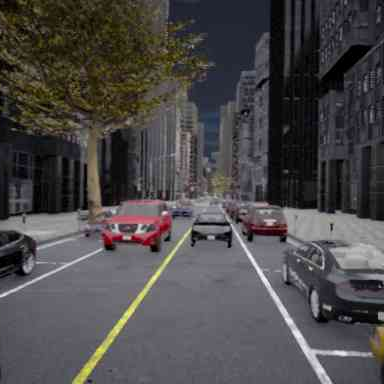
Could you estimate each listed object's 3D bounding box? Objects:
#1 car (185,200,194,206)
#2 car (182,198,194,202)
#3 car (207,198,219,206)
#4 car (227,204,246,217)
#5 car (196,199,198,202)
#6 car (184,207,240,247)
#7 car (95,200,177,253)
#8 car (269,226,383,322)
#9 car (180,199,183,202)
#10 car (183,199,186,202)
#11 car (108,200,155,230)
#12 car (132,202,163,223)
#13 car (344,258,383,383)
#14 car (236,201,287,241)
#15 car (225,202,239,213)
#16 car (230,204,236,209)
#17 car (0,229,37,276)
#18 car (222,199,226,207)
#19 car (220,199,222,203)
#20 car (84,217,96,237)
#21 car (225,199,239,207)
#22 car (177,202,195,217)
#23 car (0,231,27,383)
[{"bbox_3d":[-0.621,2.587,79.187,1.752,1.417,4.829,1,-1,4],"label":"car"},{"bbox_3d":[-1.338,2.215,68.359,2.192,1.841,5.009,1,-1,4],"label":"car"},{"bbox_3d":[5.227,2.557,80.236,2.128,1.511,4.902,1,-1,4],"label":"car"},{"bbox_3d":[5.334,2.188,40.291,1.887,1.381,4.507,1,-1,4],"label":"car"},{"bbox_3d":[-0.244,2.697,84.856,2.008,1.369,4.403,1,-1,4],"label":"car"},{"bbox_3d":[0.978,1.730,16.389,2.128,1.511,4.902,1,-1,4],"label":"car"},{"bbox_3d":[-2.213,1.382,15.030,2.150,2.045,5.566,1,-1,4],"label":"car"},{"bbox_3d":[3.140,1.709,7.292,2.008,1.369,4.403,1,-1,4],"label":"car"},{"bbox_3d":[-2.803,2.013,46.355,1.967,1.590,4.097,1,-1,4],"label":"car"},{"bbox_3d":[-2.450,2.177,51.685,1.752,1.417,4.829,1,-1,4],"label":"car"},{"bbox_3d":[-4.264,1.562,24.356,2.192,1.841,5.009,1,-1,4],"label":"car"},{"bbox_3d":[-3.901,1.768,29.854,1.967,1.590,4.097,1,-1,4],"label":"car"},{"bbox_3d":[2.785,1.606,1.962,1.752,1.417,4.829,1,-1,4],"label":"car"},{"bbox_3d":[3.875,1.634,18.295,2.192,1.841,5.009,1,-1,4],"label":"car"},{"bbox_3d":[6.066,2.351,51.291,1.887,1.381,4.507,1,-1,4],"label":"car"},{"bbox_3d":[4.602,2.046,29.291,1.947,1.339,4.313,1,-1,4],"label":"car"},{"bbox_3d":[-5.366,1.572,7.851,1.947,1.339,4.313,1,-1,4],"label":"car"},{"bbox_3d":[5.704,2.040,45.794,2.192,1.841,5.009,1,-1,4],"label":"car"},{"bbox_3d":[7.163,2.618,67.791,1.947,1.339,4.313,1,-1,4],"label":"car"},{"bbox_3d":[-4.635,1.748,18.852,1.802,1.307,4.206,1,-1,4],"label":"car"},{"bbox_3d":[4.973,1.877,34.795,2.192,1.841,5.009,1,-1,4],"label":"car"},{"bbox_3d":[-0.886,2.042,34.016,1.895,1.301,4.718,1,-1,4],"label":"car"},{"bbox_3d":[-3.110,1.317,1.565,2.097,1.767,4.553,1,-1,4],"label":"car"}]
